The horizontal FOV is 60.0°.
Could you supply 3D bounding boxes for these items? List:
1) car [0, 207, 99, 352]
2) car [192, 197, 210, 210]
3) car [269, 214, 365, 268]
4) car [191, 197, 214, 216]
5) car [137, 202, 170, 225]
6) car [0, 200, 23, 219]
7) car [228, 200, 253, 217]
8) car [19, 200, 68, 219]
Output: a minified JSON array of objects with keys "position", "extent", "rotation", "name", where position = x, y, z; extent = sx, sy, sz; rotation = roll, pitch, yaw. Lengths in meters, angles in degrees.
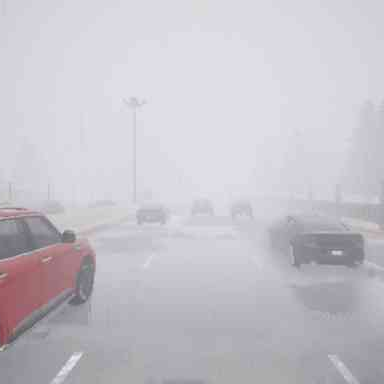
[{"position":[-3.222,1.224,4.914],"extent":[2.150,2.045,5.566],"rotation":[0,0,2],"name":"car"},{"position":[1.107,1.494,43.339],"extent":[2.128,1.511,4.902],"rotation":[0,0,-1],"name":"car"},{"position":[3.955,1.478,11.381],"extent":[1.882,1.535,5.008],"rotation":[0,0,2],"name":"car"},{"position":[1.021,1.354,32.558],"extent":[2.097,1.767,4.553],"rotation":[0,0,1],"name":"car"},{"position":[-2.708,1.479,24.034],"extent":[1.882,1.535,5.008],"rotation":[0,0,2],"name":"car"},{"position":[-16.796,1.480,28.620],"extent":[1.882,1.535,5.008],"rotation":[0,0,1],"name":"car"},{"position":[4.476,1.506,30.781],"extent":[1.837,1.490,4.892],"rotation":[0,0,2],"name":"car"},{"position":[-13.259,1.494,30.066],"extent":[2.128,1.511,4.902],"rotation":[0,0,1],"name":"car"}]
